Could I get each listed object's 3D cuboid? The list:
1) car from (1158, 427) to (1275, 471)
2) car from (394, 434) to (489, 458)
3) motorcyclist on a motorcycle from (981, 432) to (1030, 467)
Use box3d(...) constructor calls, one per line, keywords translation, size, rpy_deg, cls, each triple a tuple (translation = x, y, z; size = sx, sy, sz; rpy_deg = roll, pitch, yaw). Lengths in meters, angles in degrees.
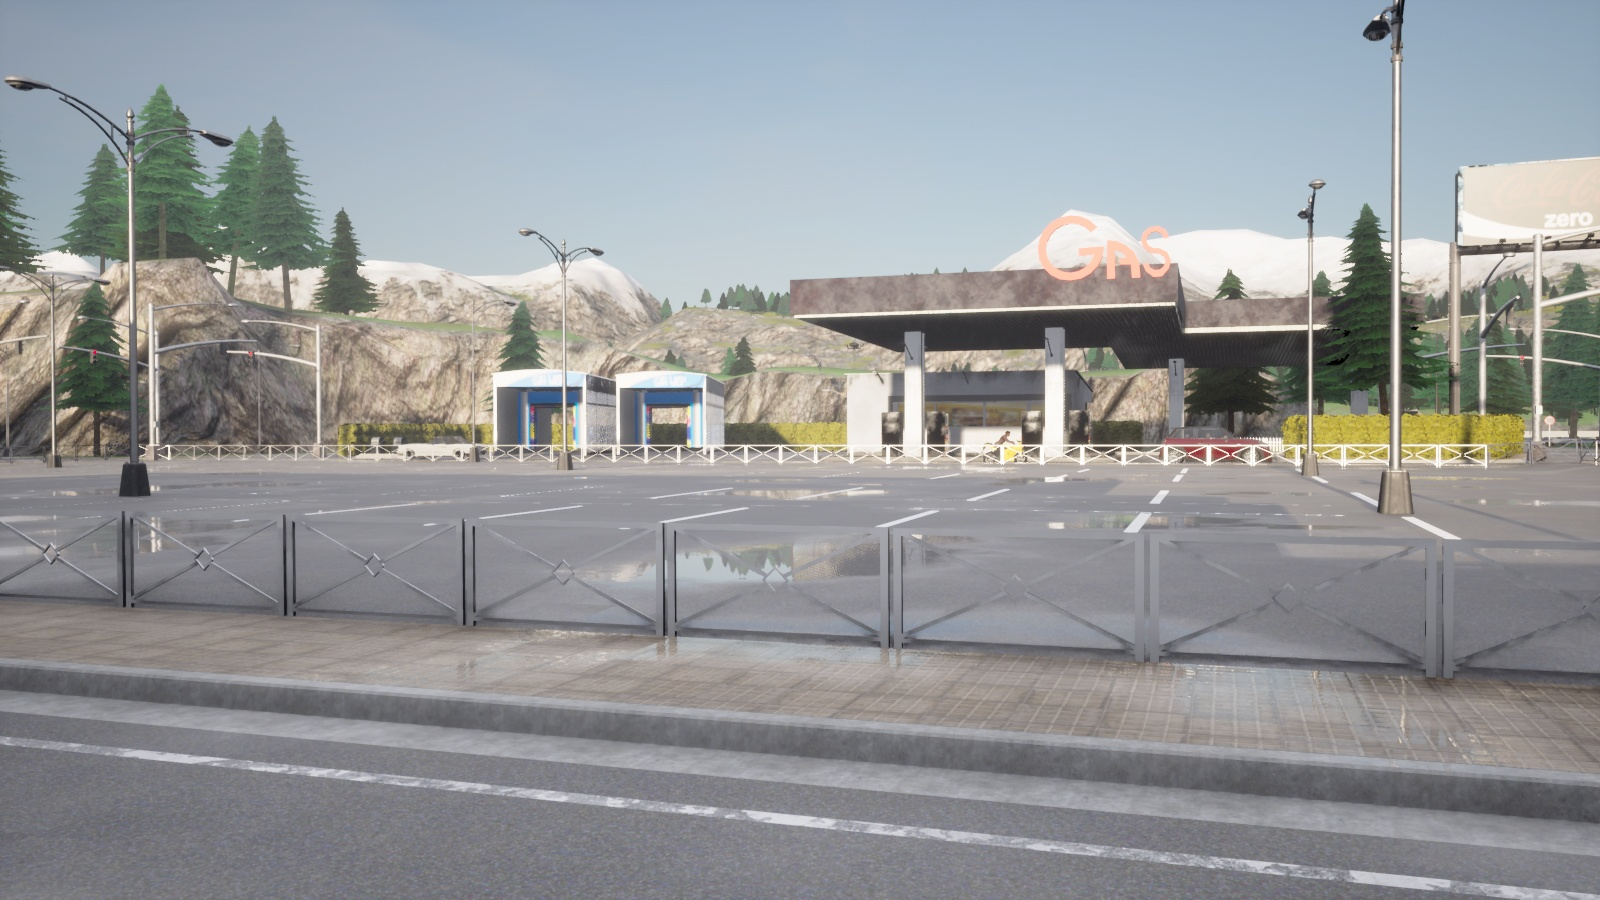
box3d(translation=(17.513, -0.081, 52.873), size=(4.553, 1.767, 2.097), rpy_deg=(1, 1, 19), cls="car")
box3d(translation=(-19.868, -0.248, 69.730), size=(4.718, 1.301, 1.895), rpy_deg=(0, 1, 8), cls="car")
box3d(translation=(9.109, -0.034, 55.754), size=(2.044, 1.523, 0.797), rpy_deg=(1, 1, 19), cls="motorcyclist on a motorcycle")
